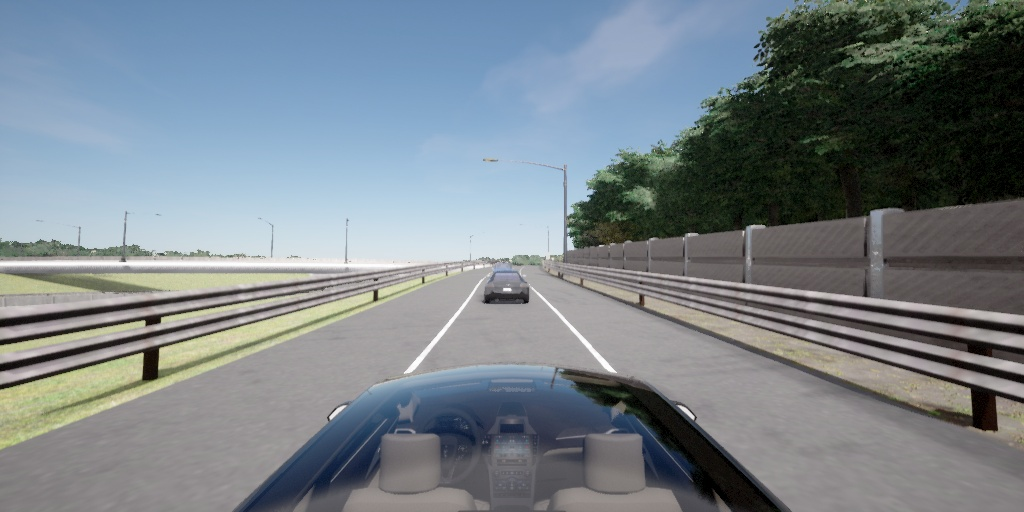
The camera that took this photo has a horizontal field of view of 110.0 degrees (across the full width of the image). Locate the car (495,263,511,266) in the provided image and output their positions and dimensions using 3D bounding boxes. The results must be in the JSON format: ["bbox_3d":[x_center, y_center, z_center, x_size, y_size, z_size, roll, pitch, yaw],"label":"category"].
[{"bbox_3d":[-0.780,1.337,31.573,2.033,1.411,5.357,0,0,-1],"label":"car"}]

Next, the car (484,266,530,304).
[{"bbox_3d":[-0.259,1.336,16.588,1.994,1.385,4.181,0,0,-2],"label":"car"}]
